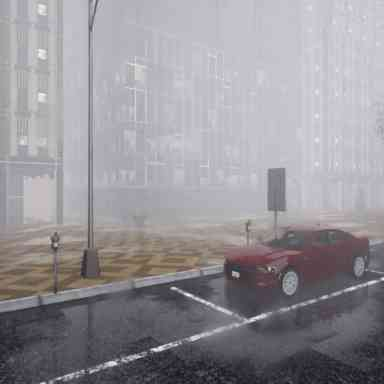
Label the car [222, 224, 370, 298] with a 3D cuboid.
[{"bbox_3d":[2.783,1.545,8.523,4.507,1.381,1.887,0,0,-35],"label":"car"}]
